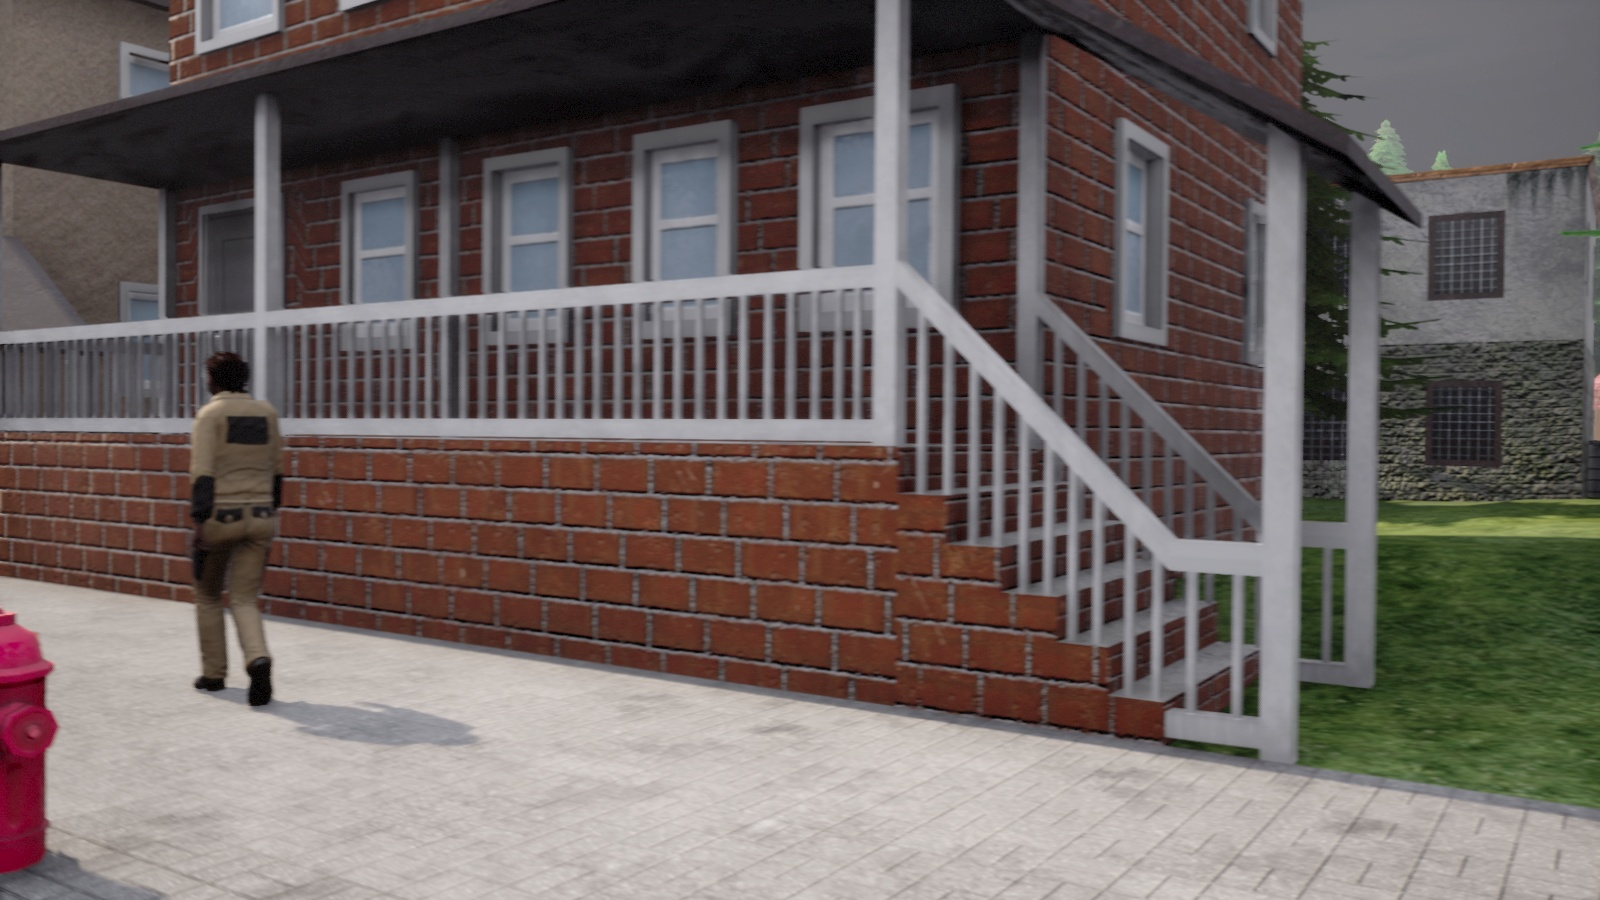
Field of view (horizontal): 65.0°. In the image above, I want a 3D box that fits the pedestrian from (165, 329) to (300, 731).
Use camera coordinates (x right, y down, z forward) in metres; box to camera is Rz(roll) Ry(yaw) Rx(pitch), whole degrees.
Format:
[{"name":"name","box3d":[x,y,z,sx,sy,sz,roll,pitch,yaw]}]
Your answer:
[{"name":"pedestrian","box3d":[-2.897,0.380,6.398,0.396,1.930,0.692,-1,1,-44]}]
